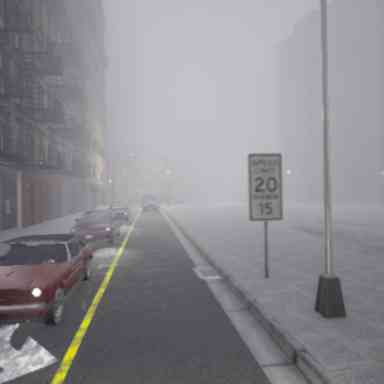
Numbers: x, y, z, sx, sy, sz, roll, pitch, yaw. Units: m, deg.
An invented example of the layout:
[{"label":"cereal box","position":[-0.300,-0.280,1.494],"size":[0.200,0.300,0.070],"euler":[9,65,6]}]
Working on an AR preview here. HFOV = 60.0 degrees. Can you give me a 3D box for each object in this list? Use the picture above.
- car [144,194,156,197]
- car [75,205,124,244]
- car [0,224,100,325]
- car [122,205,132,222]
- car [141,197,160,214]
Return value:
[{"label":"car","position":[-5.968,1.366,47.207],"size":[2.150,2.045,5.566],"euler":[-1,0,-7]},{"label":"car","position":[-4.572,1.606,16.228],"size":[1.812,1.442,4.674],"euler":[-1,0,-7]},{"label":"car","position":[-3.398,1.657,7.191],"size":[1.895,1.301,4.718],"euler":[-1,0,-7]},{"label":"car","position":[-5.950,1.713,26.945],"size":[1.895,1.301,4.718],"euler":[-1,0,-7]},{"label":"car","position":[-4.621,1.629,37.222],"size":[1.812,1.442,4.674],"euler":[-1,0,-7]}]
